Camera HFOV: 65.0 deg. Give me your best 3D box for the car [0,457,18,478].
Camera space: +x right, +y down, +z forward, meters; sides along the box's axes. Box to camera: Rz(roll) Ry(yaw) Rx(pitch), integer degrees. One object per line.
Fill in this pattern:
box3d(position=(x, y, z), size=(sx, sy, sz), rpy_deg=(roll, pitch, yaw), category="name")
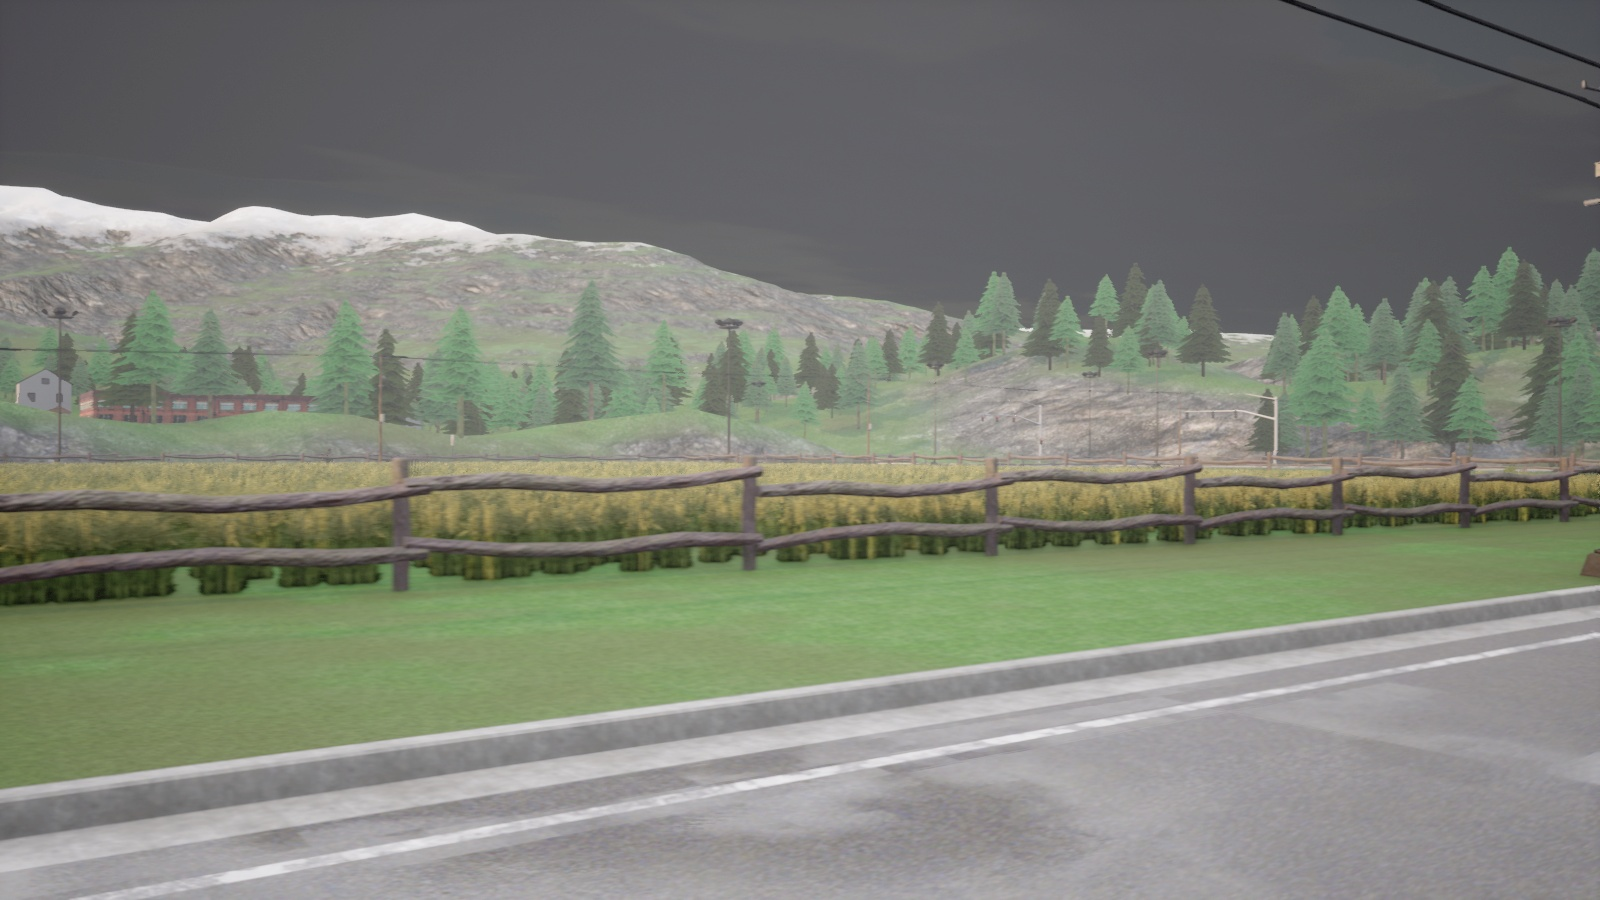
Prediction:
box3d(position=(-52.560, 1.116, 80.373), size=(4.181, 1.385, 1.994), rpy_deg=(0, 0, -35), category="car")
